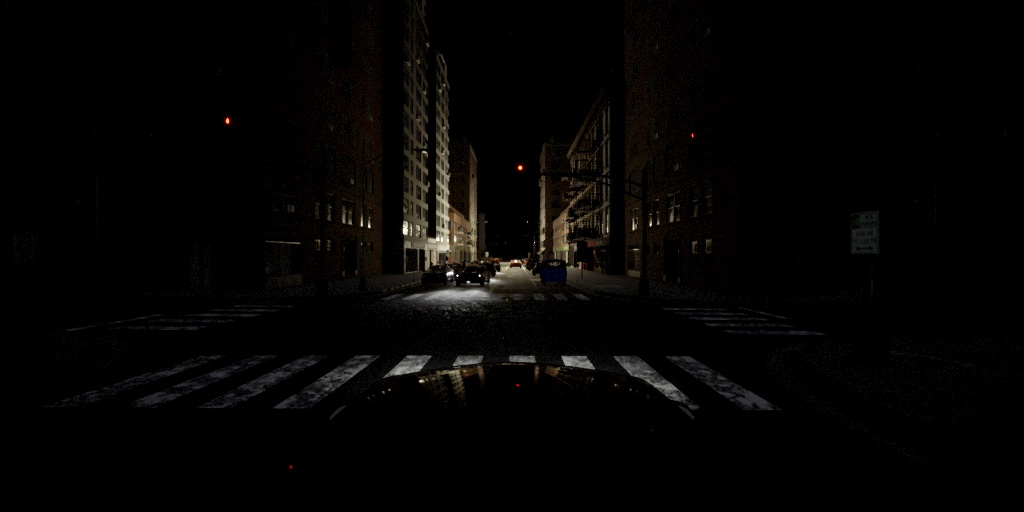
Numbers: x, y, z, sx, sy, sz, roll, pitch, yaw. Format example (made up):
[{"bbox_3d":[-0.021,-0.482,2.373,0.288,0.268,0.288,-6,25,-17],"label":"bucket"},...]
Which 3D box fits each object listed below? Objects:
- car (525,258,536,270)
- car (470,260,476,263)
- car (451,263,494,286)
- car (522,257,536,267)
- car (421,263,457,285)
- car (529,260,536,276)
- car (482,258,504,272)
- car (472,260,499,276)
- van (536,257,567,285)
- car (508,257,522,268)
[{"bbox_3d":[3.052,1.325,48.087,1.802,1.307,4.207,0,0,1],"label":"car"},{"bbox_3d":[-4.975,1.269,47.984,1.751,1.417,4.829,0,0,1],"label":"car"},{"bbox_3d":[-2.652,1.349,25.134,1.895,1.301,4.718,0,0,4],"label":"car"},{"bbox_3d":[3.103,1.054,53.769,2.192,1.841,5.009,0,0,1],"label":"car"},{"bbox_3d":[-5.179,1.299,25.427,2.007,1.370,4.403,0,0,1],"label":"car"},{"bbox_3d":[2.949,1.330,36.725,1.802,1.307,4.207,0,0,1],"label":"car"},{"bbox_3d":[-2.452,1.309,45.199,1.994,1.385,4.181,0,0,1],"label":"car"},{"bbox_3d":[-2.548,1.349,35.146,1.895,1.301,4.718,0,0,1],"label":"car"},{"bbox_3d":[2.846,1.089,25.363,1.690,1.789,3.998,0,0,1],"label":"van"},{"bbox_3d":[0.618,1.336,59.045,1.895,1.301,4.718,0,0,1],"label":"car"}]
